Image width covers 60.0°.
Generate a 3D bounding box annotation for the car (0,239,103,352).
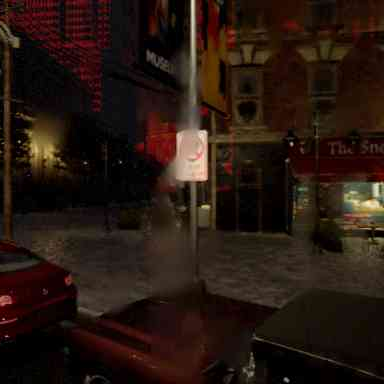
[{"bbox_3d":[-4.042,1.501,5.615,4.674,1.452,2.002,0,0,27],"label":"car"}]
